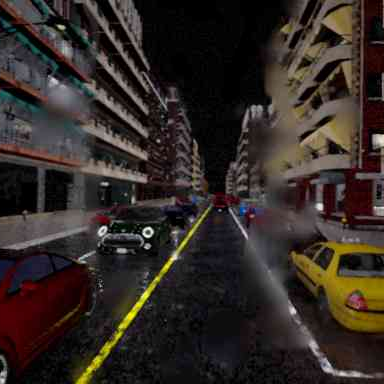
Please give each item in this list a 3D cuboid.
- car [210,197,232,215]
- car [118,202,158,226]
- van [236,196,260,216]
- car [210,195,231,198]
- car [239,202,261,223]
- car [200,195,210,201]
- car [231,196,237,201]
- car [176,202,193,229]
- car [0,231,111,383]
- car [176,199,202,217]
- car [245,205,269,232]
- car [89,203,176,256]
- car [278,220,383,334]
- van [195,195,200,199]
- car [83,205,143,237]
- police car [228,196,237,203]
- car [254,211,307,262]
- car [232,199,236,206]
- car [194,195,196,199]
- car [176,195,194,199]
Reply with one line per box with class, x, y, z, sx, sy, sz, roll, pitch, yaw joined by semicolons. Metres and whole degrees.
car;3.112;1.655;36.810;1.837;1.490;4.892;1;0;5
car;-3.765;1.507;24.065;1.752;1.417;4.829;2;0;5
van;5.078;1.509;29.173;1.690;1.788;3.998;2;0;5
car;4.052;1.425;47.915;2.150;2.045;5.566;1;0;5
car;4.597;1.688;23.530;1.887;1.381;4.507;2;0;5
car;3.508;1.424;78.318;2.097;1.767;4.553;1;0;5
car;7.933;1.639;63.025;2.192;1.841;5.009;2;0;5
car;-1.334;1.588;22.078;1.994;1.385;4.181;1;0;5
car;-2.822;1.519;4.536;1.994;1.385;4.181;1;0;5
car;-0.459;1.631;32.089;1.994;1.385;4.181;1;0;5
car;4.122;1.665;17.888;1.887;1.381;4.507;2;0;5
car;-2.096;1.340;13.104;2.097;1.767;4.553;1;0;5
car;3.204;1.603;6.999;1.752;1.417;4.829;2;0;5
van;0.059;1.532;69.371;1.690;1.788;3.998;2;0;5
car;-4.227;1.504;18.593;1.887;1.381;4.507;2;0;5
police car;9.705;1.845;80.480;1.930;1.638;5.238;1;0;5
car;3.645;1.649;12.246;2.008;1.369;4.403;2;0;5
car;5.548;1.743;34.815;2.008;1.369;4.403;2;0;5
car;-0.897;1.687;58.086;2.008;1.369;4.403;2;0;5
car;-1.367;1.424;52.445;2.192;1.841;5.009;2;0;5
